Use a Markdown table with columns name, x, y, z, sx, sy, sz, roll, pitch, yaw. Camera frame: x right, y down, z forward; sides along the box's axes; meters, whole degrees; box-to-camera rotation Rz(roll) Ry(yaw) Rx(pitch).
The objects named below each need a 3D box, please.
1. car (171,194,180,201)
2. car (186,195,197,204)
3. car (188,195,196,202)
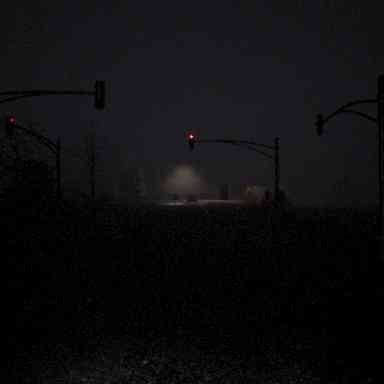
| name | x | y | z | sx | sy | sz | roll | pitch | yaw |
| --- | --- | --- | --- | --- | --- | --- | --- | --- | --- |
| car | -3.569 | 1.195 | 72.230 | 1.837 | 1.490 | 4.892 | 0 | 0 | 0 |
| car | -0.064 | 1.424 | 68.028 | 2.097 | 1.767 | 4.553 | 0 | 0 | 0 |
| car | -0.074 | 1.426 | 78.064 | 1.837 | 1.490 | 4.892 | 0 | 0 | 0 |
